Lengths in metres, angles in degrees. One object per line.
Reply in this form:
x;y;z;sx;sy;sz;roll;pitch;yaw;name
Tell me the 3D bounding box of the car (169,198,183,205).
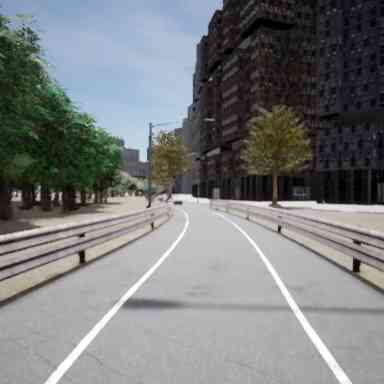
-3.150;1.847;64.896;1.895;1.301;4.718;0;0;-15;car
